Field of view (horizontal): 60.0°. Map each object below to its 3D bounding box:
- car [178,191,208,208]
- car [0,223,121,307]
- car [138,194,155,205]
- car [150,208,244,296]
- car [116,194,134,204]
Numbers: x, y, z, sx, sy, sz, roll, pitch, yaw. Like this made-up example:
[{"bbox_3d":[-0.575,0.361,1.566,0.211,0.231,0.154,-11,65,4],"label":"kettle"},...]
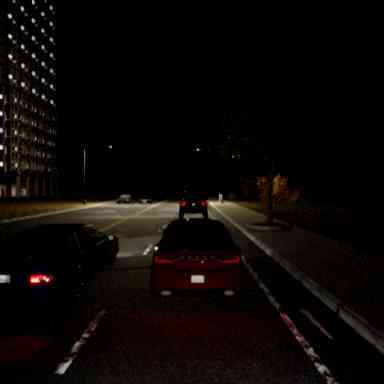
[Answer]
[{"bbox_3d":[0.104,0.954,26.529,2.150,2.045,5.566,0,1,0],"label":"car"},{"bbox_3d":[-3.148,1.465,8.029,2.033,1.411,5.357,0,1,0],"label":"car"},{"bbox_3d":[-6.500,1.039,48.030,1.812,1.442,4.674,0,0,0],"label":"car"},{"bbox_3d":[0.102,1.391,8.454,1.882,1.535,5.008,0,1,0],"label":"car"},{"bbox_3d":[-9.741,1.051,49.102,2.033,1.411,5.357,0,1,0],"label":"car"}]
